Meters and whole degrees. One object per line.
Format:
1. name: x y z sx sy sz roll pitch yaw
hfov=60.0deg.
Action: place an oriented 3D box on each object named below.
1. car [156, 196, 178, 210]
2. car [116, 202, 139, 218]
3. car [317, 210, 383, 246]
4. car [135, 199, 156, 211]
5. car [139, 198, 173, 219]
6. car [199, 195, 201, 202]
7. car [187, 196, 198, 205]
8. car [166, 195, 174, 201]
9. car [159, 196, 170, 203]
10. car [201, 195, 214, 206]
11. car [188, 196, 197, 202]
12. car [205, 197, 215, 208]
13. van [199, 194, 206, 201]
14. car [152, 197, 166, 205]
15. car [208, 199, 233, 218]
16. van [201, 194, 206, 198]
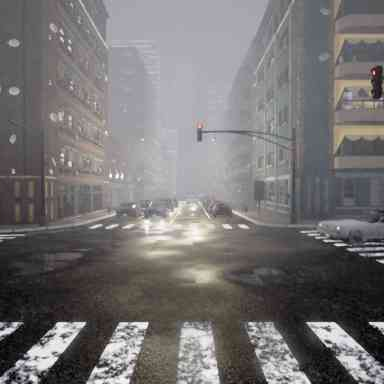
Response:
1. car: -3.076 1.510 39.895 1.837 1.490 4.892 0 0 0
2. car: -5.680 1.568 30.270 1.947 1.339 4.313 0 0 0
3. car: 7.939 1.474 14.343 4.718 1.301 1.895 -2 0 -6
4. car: -5.674 1.572 41.317 1.947 1.339 4.313 0 0 0
5. car: -3.085 1.549 29.776 2.033 1.411 5.357 0 0 0
6. car: 2.715 1.581 57.871 1.947 1.339 4.313 0 0 0
7. car: 0.032 1.542 59.711 1.812 1.442 4.674 0 0 0
8. car: -5.652 1.561 85.335 1.752 1.417 4.829 0 0 0
9. car: -5.660 1.604 68.935 1.802 1.307 4.206 0 0 0
10. car: 2.709 1.554 46.824 1.887 1.381 4.507 0 0 0
11. car: 0.038 1.451 69.746 1.895 1.301 4.718 0 0 0
12. car: 2.704 1.570 35.777 1.947 1.339 4.313 0 0 0
13. van: 2.728 1.377 85.489 1.690 1.788 3.998 -1 0 0
14. car: -5.666 1.560 57.888 1.887 1.381 4.507 0 0 0
15. car: 2.701 1.584 30.254 1.802 1.307 4.206 0 0 0
16. van: 2.711 1.353 52.347 1.690 1.788 3.998 0 0 0
